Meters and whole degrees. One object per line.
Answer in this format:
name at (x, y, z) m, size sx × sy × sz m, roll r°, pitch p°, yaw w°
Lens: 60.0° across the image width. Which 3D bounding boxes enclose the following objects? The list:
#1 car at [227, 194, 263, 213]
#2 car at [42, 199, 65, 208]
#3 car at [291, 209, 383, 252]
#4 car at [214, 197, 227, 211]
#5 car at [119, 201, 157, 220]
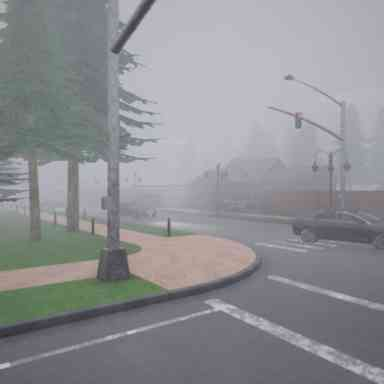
car at (6.230, 1.156, 34.789) m, size 4.605 × 1.855 × 1.932 m, roll 0°, pitch 0°, yaw -37°
car at (-19.739, 1.586, 47.399) m, size 1.895 × 1.301 × 4.718 m, roll 0°, pitch 0°, yaw -40°
car at (6.630, 1.484, 13.943) m, size 4.902 × 1.511 × 2.128 m, roll 0°, pitch 0°, yaw 44°
car at (4.409, 1.158, 36.566) m, size 3.866 × 1.878 × 1.905 m, roll 0°, pitch 0°, yaw -37°
car at (-4.705, 1.476, 27.805) m, size 2.128 × 1.511 × 4.902 m, roll 0°, pitch 0°, yaw -37°
